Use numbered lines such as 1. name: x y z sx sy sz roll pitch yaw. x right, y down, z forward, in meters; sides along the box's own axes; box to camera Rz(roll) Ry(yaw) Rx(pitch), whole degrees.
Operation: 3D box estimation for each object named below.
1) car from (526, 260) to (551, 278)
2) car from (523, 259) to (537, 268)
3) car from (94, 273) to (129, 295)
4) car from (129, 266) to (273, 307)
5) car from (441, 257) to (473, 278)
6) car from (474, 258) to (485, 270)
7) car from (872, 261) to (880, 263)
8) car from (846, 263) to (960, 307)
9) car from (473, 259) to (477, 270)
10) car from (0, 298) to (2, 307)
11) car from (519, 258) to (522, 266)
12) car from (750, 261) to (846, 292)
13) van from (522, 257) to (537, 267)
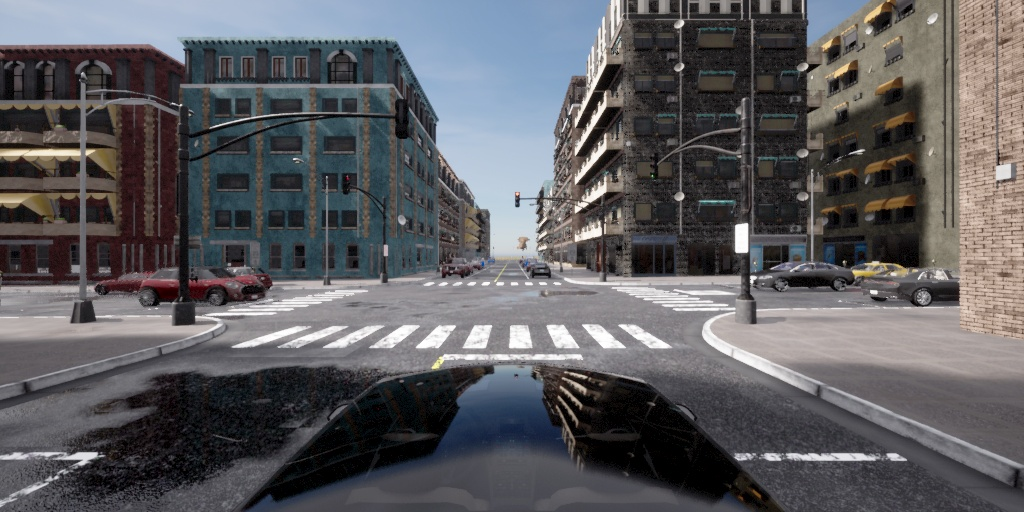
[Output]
1. car: 2.638 1.311 33.621 1.948 1.339 4.313 0 0 0
2. car: 2.665 1.323 44.725 1.802 1.307 4.207 0 0 0
3. car: -22.410 1.599 21.567 4.207 1.307 1.802 0 0 1
4. car: -13.650 1.251 15.992 4.553 1.767 2.097 -1 0 2
5. car: -5.242 1.060 33.639 2.192 1.841 5.009 0 0 0
6. car: -5.202 1.283 50.295 1.888 1.381 4.507 0 0 0
7. car: 21.177 1.000 21.123 4.829 1.417 1.751 0 0 1
8. car: 15.627 1.082 13.298 4.403 1.370 2.007 0 0 1
9. car: -5.229 1.289 39.191 1.888 1.381 4.507 0 0 0
10. car: -22.467 1.443 13.682 4.097 1.591 1.967 0 0 1
11. car: 2.705 1.171 61.381 1.967 1.591 4.097 0 0 0
12. car: 14.929 1.041 18.723 4.902 1.511 2.128 -1 0 1
13. van: 2.678 1.078 50.277 1.690 1.789 3.998 0 0 0
